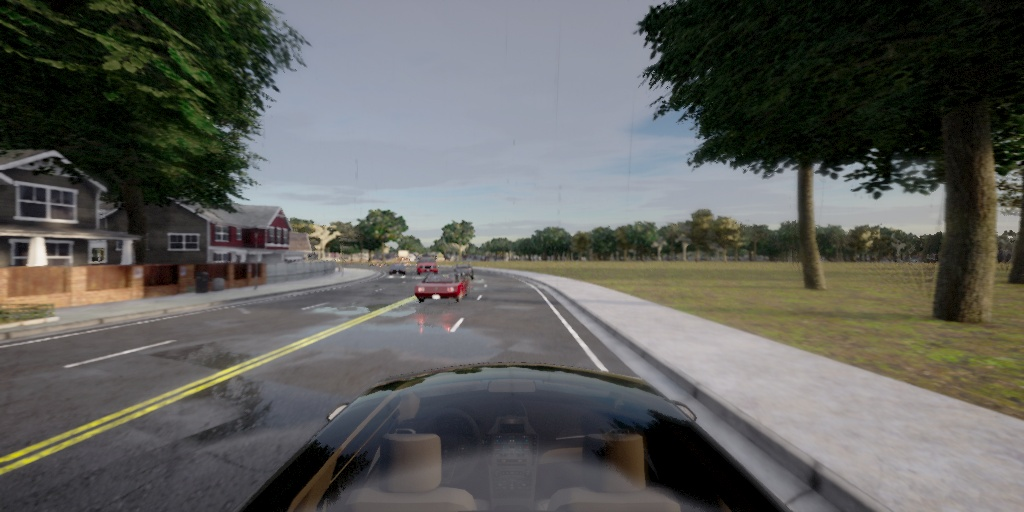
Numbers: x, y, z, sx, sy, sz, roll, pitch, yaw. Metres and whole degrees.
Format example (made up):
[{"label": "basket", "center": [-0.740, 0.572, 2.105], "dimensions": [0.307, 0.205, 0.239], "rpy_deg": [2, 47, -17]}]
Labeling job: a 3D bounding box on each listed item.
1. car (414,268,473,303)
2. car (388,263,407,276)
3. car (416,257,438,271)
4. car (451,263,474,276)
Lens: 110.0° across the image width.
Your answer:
[{"label": "car", "center": [-3.168, 1.432, 17.121], "dimensions": [1.895, 1.301, 4.718], "rpy_deg": [0, 0, -1]}, {"label": "car", "center": [-13.151, 1.504, 41.418], "dimensions": [2.033, 1.411, 5.357], "rpy_deg": [0, 0, -16]}, {"label": "car", "center": [-9.753, 1.164, 41.220], "dimensions": [2.150, 2.045, 5.566], "rpy_deg": [0, 0, -15]}, {"label": "car", "center": [-4.730, 1.398, 34.434], "dimensions": [2.128, 1.511, 4.902], "rpy_deg": [0, 0, -10]}]
